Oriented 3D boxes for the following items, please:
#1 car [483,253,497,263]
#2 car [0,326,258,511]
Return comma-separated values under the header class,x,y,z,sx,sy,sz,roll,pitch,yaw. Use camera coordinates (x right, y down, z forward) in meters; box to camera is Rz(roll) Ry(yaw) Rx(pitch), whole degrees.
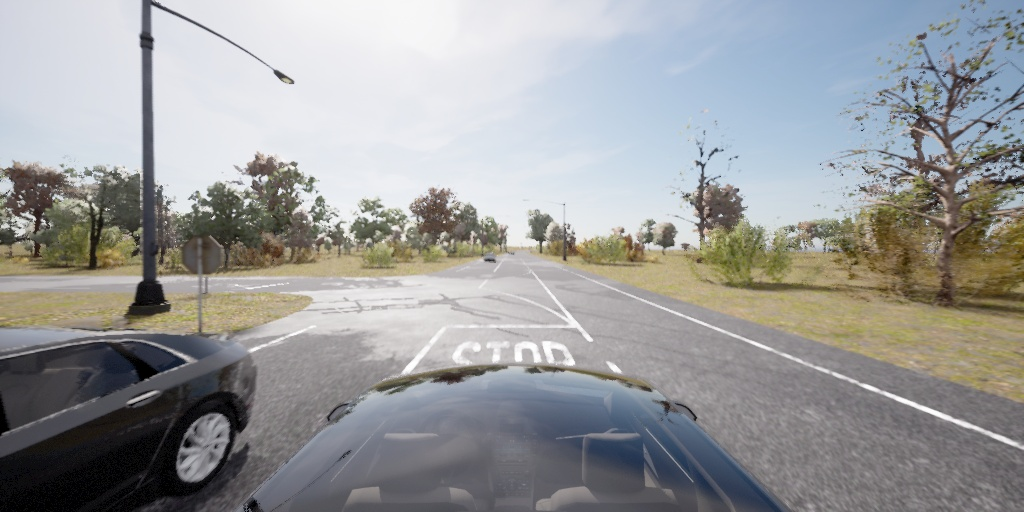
class,x,y,z,sx,sy,sz,roll,pitch,yaw
car,-3.413,0.309,55.641,1.837,1.490,4.892,0,1,0
car,-3.510,1.264,1.657,1.837,1.490,4.892,0,1,0
